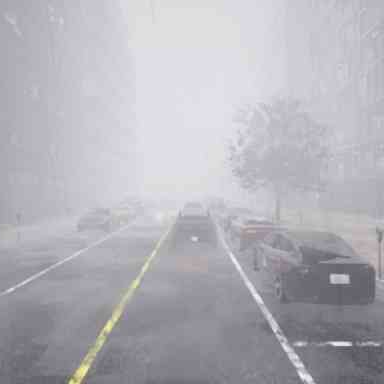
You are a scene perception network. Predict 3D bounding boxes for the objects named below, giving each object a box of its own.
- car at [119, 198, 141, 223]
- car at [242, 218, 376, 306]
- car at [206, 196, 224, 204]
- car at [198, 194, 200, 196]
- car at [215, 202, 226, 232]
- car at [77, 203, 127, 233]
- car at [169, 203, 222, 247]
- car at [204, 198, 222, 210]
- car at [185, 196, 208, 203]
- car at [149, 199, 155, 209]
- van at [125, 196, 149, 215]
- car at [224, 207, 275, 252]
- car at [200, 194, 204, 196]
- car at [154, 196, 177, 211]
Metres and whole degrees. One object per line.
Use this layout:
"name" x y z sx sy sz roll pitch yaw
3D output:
"car" -5.305 1.466 24.922 1.752 1.417 4.829 1 0 0
"car" 2.575 1.547 7.877 1.947 1.339 4.313 1 0 0
"car" 2.576 1.354 36.139 1.967 1.590 4.097 1 0 0
"car" 2.574 1.326 92.664 2.008 1.369 4.403 1 0 0
"car" 2.575 1.520 19.182 1.947 1.339 4.313 1 0 0
"car" -5.306 1.536 19.446 1.802 1.307 4.206 1 0 0
"car" 0.089 1.472 14.818 1.837 1.490 4.892 0 1 0
"car" 2.575 1.444 41.792 1.887 1.381 4.507 1 0 0
"car" 0.093 1.416 31.701 2.128 1.511 4.902 0 0 0
"car" -5.306 1.481 42.032 1.802 1.307 4.206 1 0 0
"van" -5.302 1.268 30.738 1.690 1.788 3.998 1 0 0
"car" 2.575 1.513 13.529 1.887 1.381 4.507 1 0 0
"car" 2.749 1.371 55.597 1.837 1.490 4.892 0 0 0
"car" -2.847 1.509 38.311 1.895 1.301 4.718 0 0 0
